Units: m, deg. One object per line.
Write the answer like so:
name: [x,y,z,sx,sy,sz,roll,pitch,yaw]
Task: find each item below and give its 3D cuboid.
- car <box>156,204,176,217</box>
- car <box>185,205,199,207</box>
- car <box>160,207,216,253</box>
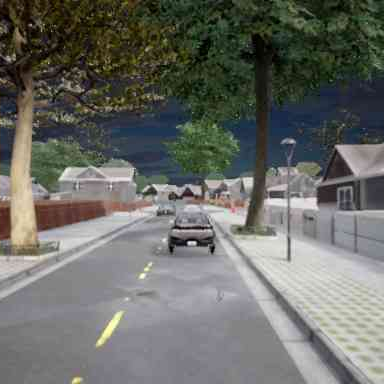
car: [-2.766,1.980,36.743,1.994,1.385,4.181,0,-1,0]
car: [-0.004,1.844,29.431,1.812,1.442,4.674,0,-1,0]
car: [0.000,1.637,14.311,2.128,1.511,4.902,0,0,0]
